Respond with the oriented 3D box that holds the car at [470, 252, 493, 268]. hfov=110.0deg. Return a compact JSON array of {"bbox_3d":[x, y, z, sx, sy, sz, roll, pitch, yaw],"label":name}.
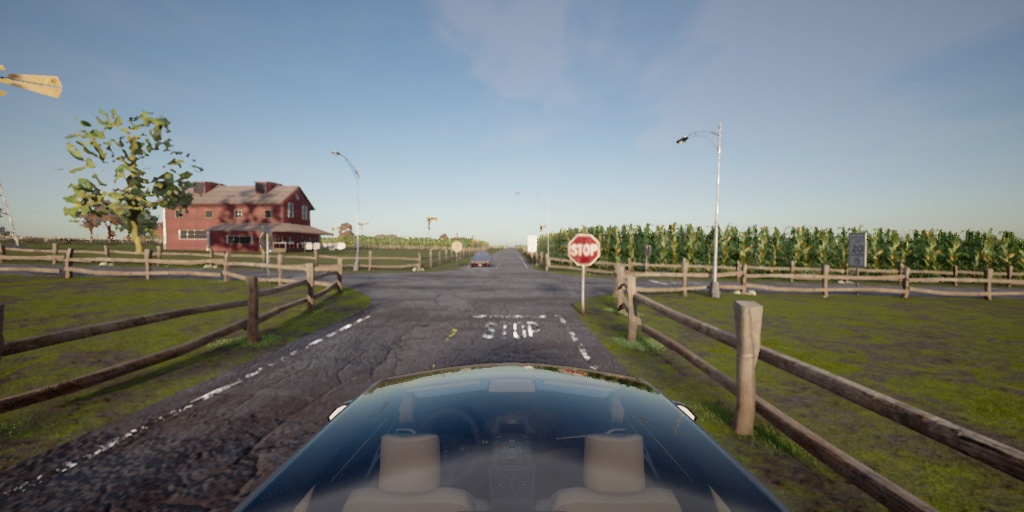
[{"bbox_3d":[-2.744,0.322,33.430,2.033,1.411,5.357,0,2,0],"label":"car"}]
